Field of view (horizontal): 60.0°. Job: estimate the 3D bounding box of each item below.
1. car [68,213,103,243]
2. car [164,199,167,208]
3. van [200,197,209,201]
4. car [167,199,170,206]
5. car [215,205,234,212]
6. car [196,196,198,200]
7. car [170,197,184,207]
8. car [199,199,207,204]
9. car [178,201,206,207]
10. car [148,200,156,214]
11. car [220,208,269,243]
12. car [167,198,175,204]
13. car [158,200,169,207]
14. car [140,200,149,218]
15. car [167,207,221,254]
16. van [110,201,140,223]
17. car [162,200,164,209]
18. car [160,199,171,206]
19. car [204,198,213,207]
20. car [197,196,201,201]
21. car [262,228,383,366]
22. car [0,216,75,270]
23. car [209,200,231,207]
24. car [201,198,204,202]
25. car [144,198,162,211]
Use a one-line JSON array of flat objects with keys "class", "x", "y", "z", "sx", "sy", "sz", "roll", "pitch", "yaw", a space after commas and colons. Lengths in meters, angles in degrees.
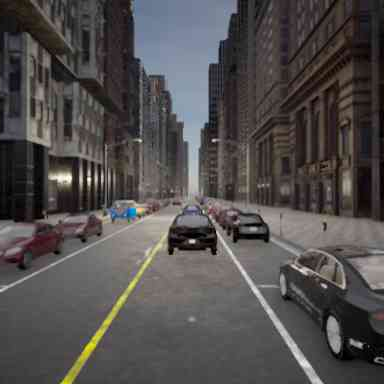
[{"class": "car", "x": -5.763, "y": 1.749, "z": 17.035, "sx": 1.802, "sy": 1.307, "sz": 4.206, "roll": 0, "pitch": -1, "yaw": 0}, {"class": "car", "x": -5.760, "y": 1.998, "z": 56.249, "sx": 1.967, "sy": 1.590, "sz": 4.097, "roll": 0, "pitch": -1, "yaw": 0}, {"class": "van", "x": 2.765, "y": 1.900, "z": 56.263, "sx": 1.690, "sy": 1.788, "sz": 3.998, "roll": 0, "pitch": -1, "yaw": 0}, {"class": "car", "x": -5.759, "y": 2.166, "z": 61.850, "sx": 2.008, "sy": 1.369, "sz": 4.403, "roll": 0, "pitch": -1, "yaw": 0}, {"class": "car", "x": 2.763, "y": 1.805, "z": 22.652, "sx": 1.802, "sy": 1.307, "sz": 4.206, "roll": 0, "pitch": -1, "yaw": 0}, {"class": "car", "x": 2.767, "y": 2.106, "z": 78.669, "sx": 2.192, "sy": 1.841, "sz": 5.009, "roll": 0, "pitch": -1, "yaw": 0}, {"class": "car", "x": -3.006, "y": 2.251, "z": 65.307, "sx": 1.895, "sy": 1.301, "sz": 4.718, "roll": 0, "pitch": -1, "yaw": 0}, {"class": "car", "x": 2.768, "y": 2.416, "z": 84.268, "sx": 1.947, "sy": 1.339, "sz": 4.313, "roll": 0, "pitch": -1, "yaw": 0}, {"class": "car", "x": 0.028, "y": 1.810, "z": 28.905, "sx": 1.812, "sy": 1.442, "sz": 4.674, "roll": 0, "pitch": 0, "yaw": 0}, {"class": "car", "x": -5.761, "y": 1.971, "z": 39.442, "sx": 1.802, "sy": 1.307, "sz": 4.206, "roll": 0, "pitch": -1, "yaw": 0}, {"class": "car", "x": 2.762, "y": 1.734, "z": 17.051, "sx": 1.947, "sy": 1.339, "sz": 4.313, "roll": 0, "pitch": -1, "yaw": 0}, {"class": "car", "x": -5.757, "y": 2.455, "z": 89.859, "sx": 1.887, "sy": 1.381, "sz": 4.507, "roll": 0, "pitch": -1, "yaw": 0}, {"class": "car", "x": -5.758, "y": 2.239, "z": 67.451, "sx": 1.947, "sy": 1.339, "sz": 4.313, "roll": 0, "pitch": -1, "yaw": 0}, {"class": "car", "x": -5.761, "y": 1.857, "z": 33.671, "sx": 1.752, "sy": 1.417, "sz": 4.829, "roll": 0, "pitch": -1, "yaw": 0}, {"class": "car", "x": 0.030, "y": 1.618, "z": 14.266, "sx": 1.882, "sy": 1.535, "sz": 5.008, "roll": 0, "pitch": 0, "yaw": 0}, {"class": "van", "x": -5.762, "y": 1.619, "z": 28.241, "sx": 1.690, "sy": 1.788, "sz": 3.998, "roll": 0, "pitch": -1, "yaw": 0}, {"class": "car", "x": -5.760, "y": 2.084, "z": 50.646, "sx": 1.802, "sy": 1.307, "sz": 4.206, "roll": 0, "pitch": -1, "yaw": 0}, {"class": "car", "x": -5.758, "y": 2.298, "z": 73.053, "sx": 1.947, "sy": 1.339, "sz": 4.313, "roll": 0, "pitch": -1, "yaw": 0}, {"class": "car", "x": 2.764, "y": 1.830, "z": 39.457, "sx": 1.967, "sy": 1.590, "sz": 4.097, "roll": 0, "pitch": -1, "yaw": 0}, {"class": "car", "x": 2.766, "y": 1.989, "z": 67.466, "sx": 2.192, "sy": 1.841, "sz": 5.009, "roll": 0, "pitch": -1, "yaw": 0}, {"class": "car", "x": 2.761, "y": 1.609, "z": 5.848, "sx": 2.008, "sy": 1.369, "sz": 4.403, "roll": 0, "pitch": -1, "yaw": 0}, {"class": "car", "x": -5.763, "y": 1.695, "z": 11.433, "sx": 1.802, "sy": 1.307, "sz": 4.206, "roll": 0, "pitch": -1, "yaw": 0}, {"class": "car", "x": 2.763, "y": 1.718, "z": 28.255, "sx": 1.967, "sy": 1.590, "sz": 4.097, "roll": 0, "pitch": -1, "yaw": 0}, {"class": "car", "x": 2.765, "y": 2.029, "z": 50.830, "sx": 1.752, "sy": 1.417, "sz": 4.829, "roll": 0, "pitch": -1, "yaw": 0}, {"class": "car", "x": -5.761, "y": 1.760, "z": 45.047, "sx": 2.192, "sy": 1.841, "sz": 5.009, "roll": 0, "pitch": -1, "yaw": 0}]
